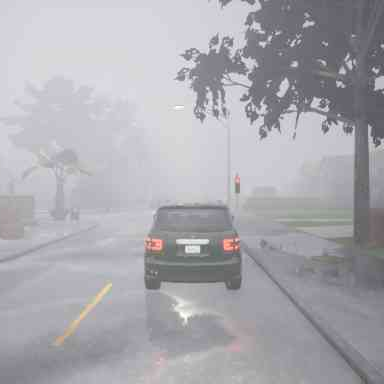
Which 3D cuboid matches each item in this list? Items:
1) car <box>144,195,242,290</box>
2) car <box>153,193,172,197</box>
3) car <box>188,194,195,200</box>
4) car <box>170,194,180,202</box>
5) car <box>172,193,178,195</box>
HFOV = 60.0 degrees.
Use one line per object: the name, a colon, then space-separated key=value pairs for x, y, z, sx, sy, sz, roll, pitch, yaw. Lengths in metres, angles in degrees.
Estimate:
car: x=0.036 y=1.221 z=9.228 sx=2.150 sy=2.045 sz=5.566 roll=0 pitch=0 yaw=0
car: x=-4.100 y=1.221 z=42.777 sx=2.150 sy=2.045 sz=5.566 roll=0 pitch=0 yaw=0
car: x=-0.007 y=1.356 z=88.183 sx=1.812 sy=1.442 sz=4.674 roll=0 pitch=0 yaw=0
car: x=-4.006 y=1.348 z=79.271 sx=2.097 sy=1.767 sz=4.553 roll=0 pitch=0 yaw=0
car: x=-4.048 y=1.223 z=63.666 sx=2.150 sy=2.045 sz=5.566 roll=0 pitch=0 yaw=0
